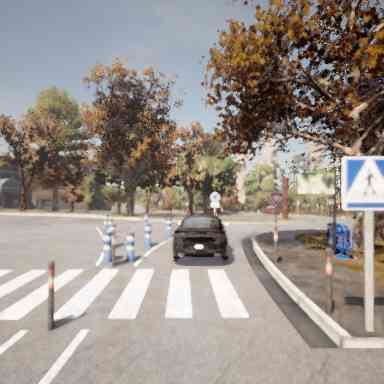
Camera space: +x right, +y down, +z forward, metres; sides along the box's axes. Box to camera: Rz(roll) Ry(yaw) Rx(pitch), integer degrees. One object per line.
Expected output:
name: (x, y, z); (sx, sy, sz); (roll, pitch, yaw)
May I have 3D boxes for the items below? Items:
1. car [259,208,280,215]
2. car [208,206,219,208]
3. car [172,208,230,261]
car: (15.989, 3.964, 68.805); (1.994, 1.385, 4.181); (1, -1, -39)
car: (4.630, 3.994, 78.630); (1.882, 1.535, 5.008); (1, 0, -37)
car: (0.425, 1.602, 12.905); (1.882, 1.535, 5.008); (0, -1, 5)
